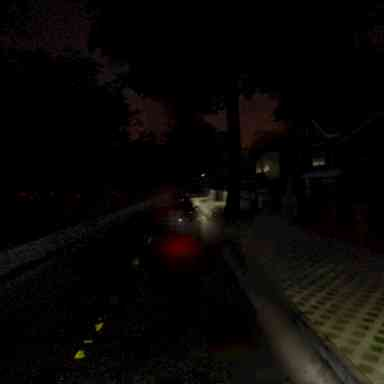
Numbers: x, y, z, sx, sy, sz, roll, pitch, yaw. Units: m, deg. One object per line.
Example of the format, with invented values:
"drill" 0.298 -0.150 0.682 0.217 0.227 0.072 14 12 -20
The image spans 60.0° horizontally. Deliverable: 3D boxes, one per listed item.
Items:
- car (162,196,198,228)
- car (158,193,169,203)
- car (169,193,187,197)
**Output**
"car" -0.662 1.289 20.531 1.837 1.490 4.892 -2 1 -1
"car" -4.542 0.974 54.791 1.882 1.535 5.008 -2 1 -2
"car" -1.211 0.936 37.881 2.097 1.767 4.553 -2 1 -1
